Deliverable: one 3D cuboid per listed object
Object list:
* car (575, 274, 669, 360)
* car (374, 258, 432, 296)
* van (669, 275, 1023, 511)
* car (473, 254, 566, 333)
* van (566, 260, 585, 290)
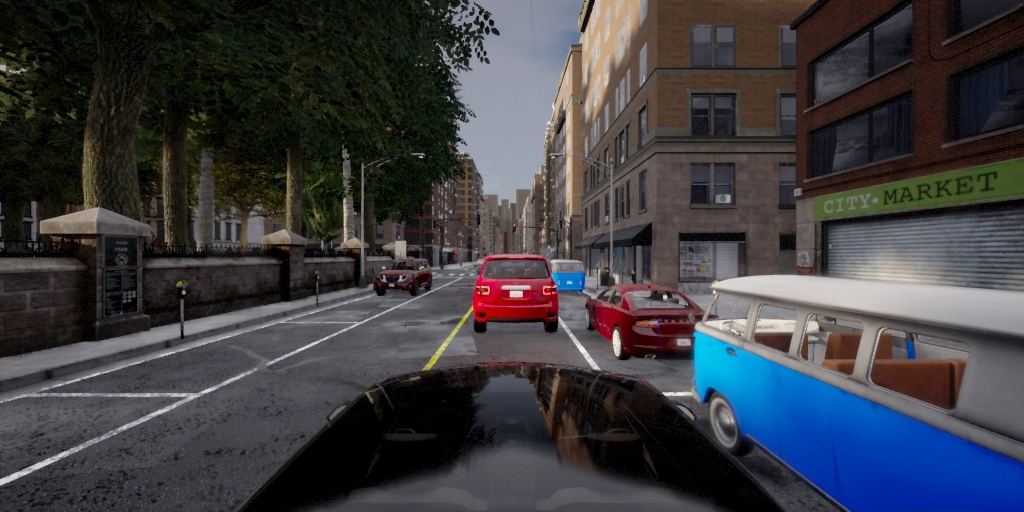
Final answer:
[{"bbox_3d":[2.850,1.294,8.173,1.888,1.381,4.507,0,0,0],"label":"car"},{"bbox_3d":[-5.685,1.059,19.446,2.192,1.841,5.009,0,0,0],"label":"car"},{"bbox_3d":[2.856,1.091,2.512,1.690,1.789,3.998,0,0,0],"label":"van"},{"bbox_3d":[0.088,0.970,10.929,2.150,2.045,5.566,0,0,0],"label":"car"},{"bbox_3d":[2.839,1.085,19.494,1.690,1.789,3.998,0,0,0],"label":"van"}]
